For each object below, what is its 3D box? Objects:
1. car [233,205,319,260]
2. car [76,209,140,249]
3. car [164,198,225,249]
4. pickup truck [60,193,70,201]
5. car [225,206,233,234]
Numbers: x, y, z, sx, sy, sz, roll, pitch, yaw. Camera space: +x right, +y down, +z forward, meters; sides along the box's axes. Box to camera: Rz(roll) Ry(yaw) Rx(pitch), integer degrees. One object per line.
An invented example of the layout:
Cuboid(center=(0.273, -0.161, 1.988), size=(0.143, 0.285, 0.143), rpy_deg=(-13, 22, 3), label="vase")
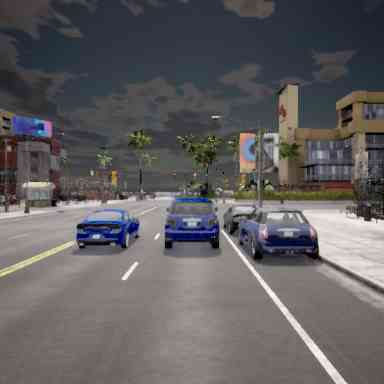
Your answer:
Cuboid(center=(3.040, 1.350, 12.632), size=(2.185, 1.767, 4.553), rpy_deg=(0, 0, 0), label="car")
Cuboid(center=(-3.500, 1.482, 14.647), size=(1.882, 1.535, 5.008), rpy_deg=(0, 0, 0), label="car")
Cuboid(center=(0.000, 1.255, 14.677), size=(2.150, 2.045, 5.566), rpy_deg=(0, 0, 0), label="car")
Cuboid(center=(-28.602, 1.087, 79.524), size=(6.274, 2.098, 2.390), rpy_deg=(0, 0, 0), label="pickup truck")
Cuboid(center=(2.900, 1.476, 19.057), size=(2.097, 1.535, 5.008), rpy_deg=(0, 0, 0), label="car")
